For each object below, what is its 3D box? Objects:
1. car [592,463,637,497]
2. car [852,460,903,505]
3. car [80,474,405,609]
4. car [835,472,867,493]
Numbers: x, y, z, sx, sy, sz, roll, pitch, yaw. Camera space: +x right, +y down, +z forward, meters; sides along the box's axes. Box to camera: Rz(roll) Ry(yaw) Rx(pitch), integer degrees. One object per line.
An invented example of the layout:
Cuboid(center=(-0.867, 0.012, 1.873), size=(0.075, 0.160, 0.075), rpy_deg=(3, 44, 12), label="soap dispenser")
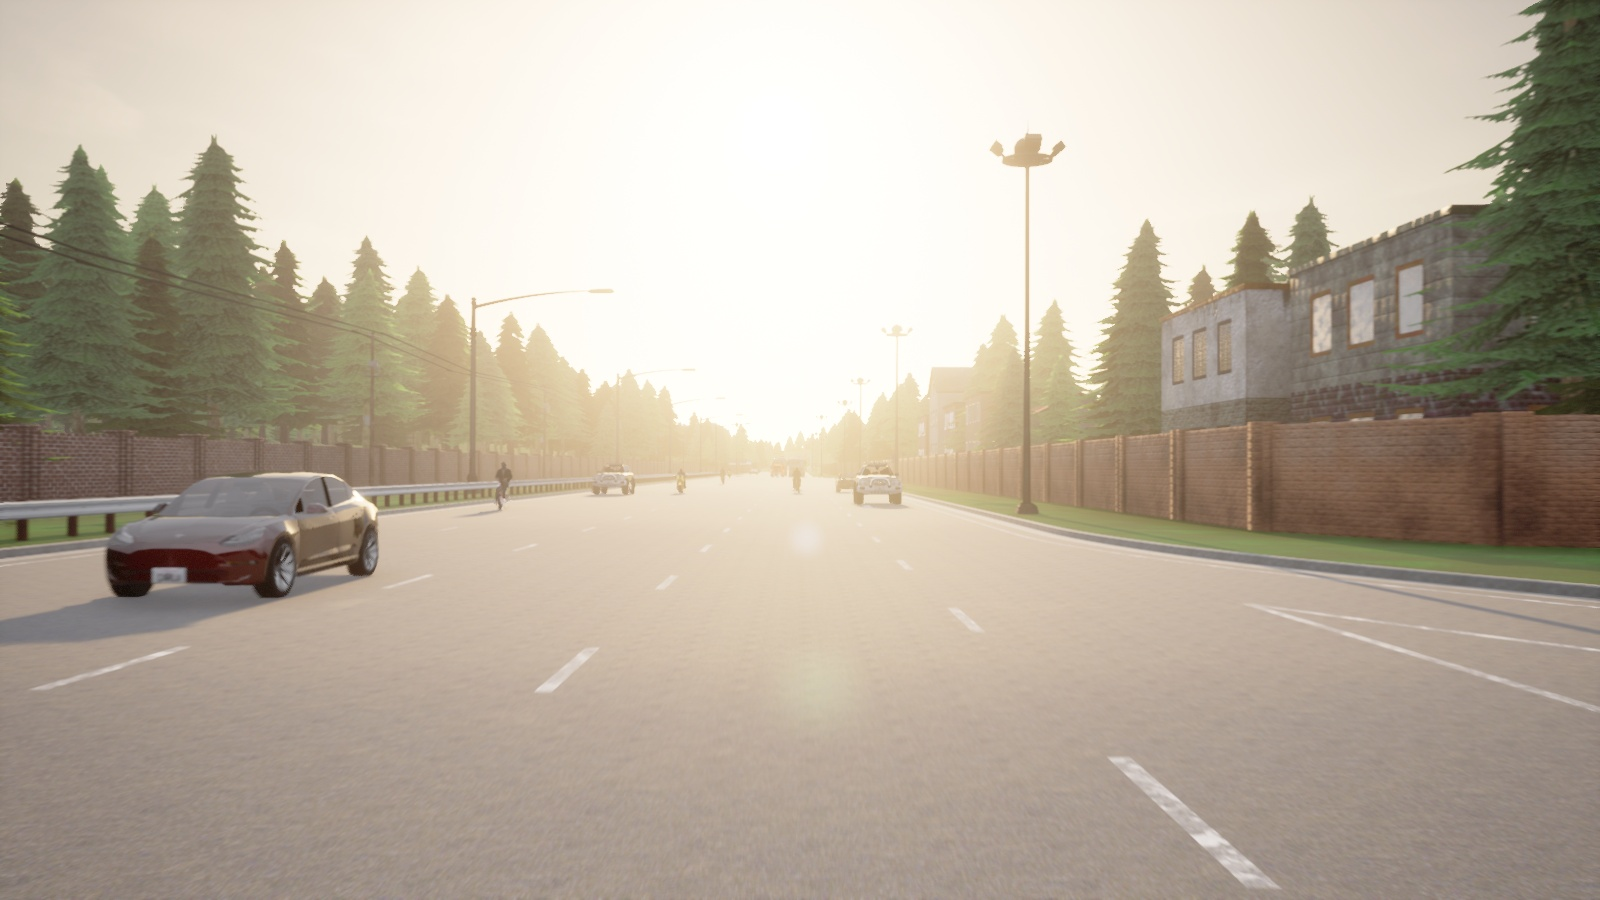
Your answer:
Cuboid(center=(-10.674, 1.710, 72.556), size=(1.932, 1.855, 4.605), rpy_deg=(0, -1, 0), label="car")
Cuboid(center=(3.367, 1.403, 55.047), size=(1.932, 1.855, 4.605), rpy_deg=(0, -1, 0), label="car")
Cuboid(center=(-7.040, 1.076, 16.560), size=(2.163, 1.488, 4.792), rpy_deg=(0, -1, 0), label="car")
Cuboid(center=(3.305, 2.071, 81.838), size=(1.895, 1.301, 4.718), rpy_deg=(0, -1, 0), label="car")
